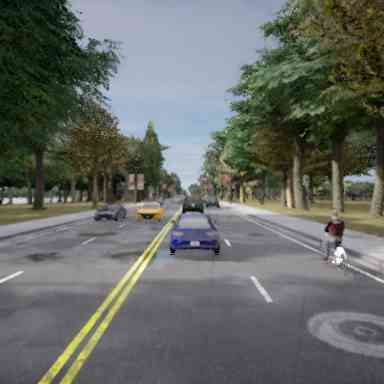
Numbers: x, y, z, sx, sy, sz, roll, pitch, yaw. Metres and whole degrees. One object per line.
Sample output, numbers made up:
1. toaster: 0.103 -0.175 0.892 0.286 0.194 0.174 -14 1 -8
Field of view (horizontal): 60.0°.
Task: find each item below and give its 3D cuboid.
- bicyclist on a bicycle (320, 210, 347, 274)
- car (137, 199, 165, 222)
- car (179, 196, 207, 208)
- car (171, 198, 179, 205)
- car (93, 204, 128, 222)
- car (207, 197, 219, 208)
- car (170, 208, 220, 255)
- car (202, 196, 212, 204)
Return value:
1. bicyclist on a bicycle: 4.141 1.413 9.858 0.659 1.776 1.843 0 0 0
2. car: -3.348 1.606 27.696 1.882 1.535 5.008 0 0 0
3. car: 0.089 1.387 34.586 2.150 2.045 5.566 0 0 0
4. car: -3.246 1.899 69.161 1.812 1.442 4.674 0 0 0
5. car: -6.598 1.675 27.652 2.033 1.411 5.357 0 0 0
6. car: 3.350 1.646 55.471 2.097 1.767 4.553 0 0 0
7. car: 0.099 1.584 13.501 1.812 1.442 4.674 0 0 0
8. car: 3.254 1.790 73.342 2.097 1.767 4.553 0 -1 0
